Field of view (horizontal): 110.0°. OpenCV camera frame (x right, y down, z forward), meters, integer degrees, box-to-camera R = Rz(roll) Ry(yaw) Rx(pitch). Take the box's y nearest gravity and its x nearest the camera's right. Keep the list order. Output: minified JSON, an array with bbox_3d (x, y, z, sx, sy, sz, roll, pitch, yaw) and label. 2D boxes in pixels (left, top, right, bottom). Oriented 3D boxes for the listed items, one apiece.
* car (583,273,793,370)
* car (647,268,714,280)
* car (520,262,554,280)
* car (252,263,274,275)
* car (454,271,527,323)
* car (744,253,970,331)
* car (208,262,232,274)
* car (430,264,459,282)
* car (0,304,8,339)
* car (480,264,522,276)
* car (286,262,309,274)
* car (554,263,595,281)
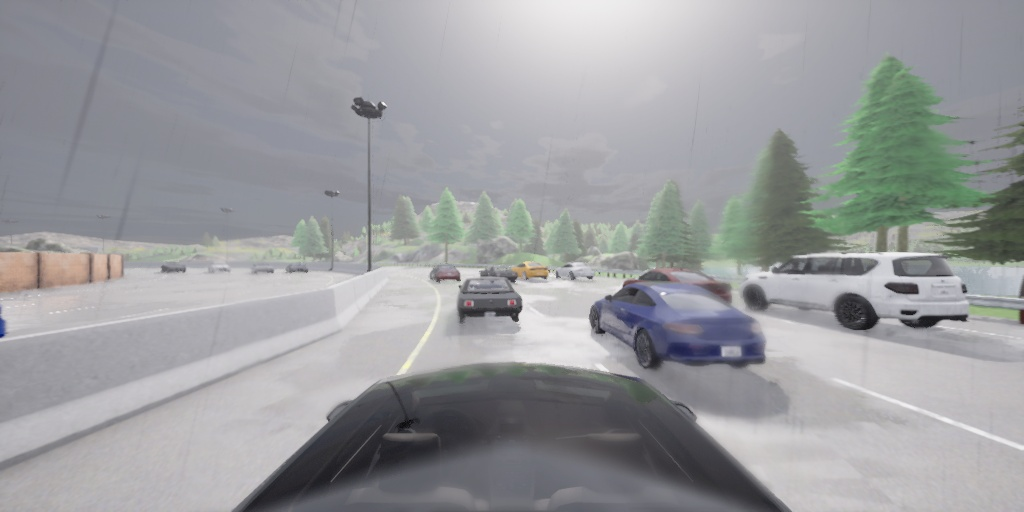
[{"bbox_3d":[3.112,1.266,7.648,1.812,1.442,4.674,0,0,-4],"label":"car"},{"bbox_3d":[5.924,1.210,13.598,1.882,1.535,5.008,0,0,-8],"label":"car"},{"bbox_3d":[1.408,1.255,30.970,1.882,1.535,5.008,0,0,-20],"label":"car"},{"bbox_3d":[-30.616,1.568,44.080,1.895,1.301,4.718,0,0,-42],"label":"car"},{"bbox_3d":[-0.900,1.369,12.335,1.895,1.301,4.718,0,0,-8],"label":"car"},{"bbox_3d":[9.794,0.930,11.048,2.150,2.045,5.566,0,0,-7],"label":"car"},{"bbox_3d":[-38.085,1.536,46.798,4.674,1.442,1.812,-1,0,43],"label":"car"},{"bbox_3d":[-5.592,1.378,29.699,1.994,1.385,4.181,0,0,-21],"label":"car"},{"bbox_3d":[-10.869,1.290,4.937,1.882,1.535,5.008,0,0,-5],"label":"car"},{"bbox_3d":[-1.147,1.389,27.941,1.895,1.301,4.718,0,0,-19],"label":"car"},{"bbox_3d":[-27.190,1.514,45.390,1.994,1.385,4.181,0,0,-40],"label":"car"},{"bbox_3d":[5.284,1.282,30.564,1.812,1.442,4.674,0,0,-18],"label":"car"}]
